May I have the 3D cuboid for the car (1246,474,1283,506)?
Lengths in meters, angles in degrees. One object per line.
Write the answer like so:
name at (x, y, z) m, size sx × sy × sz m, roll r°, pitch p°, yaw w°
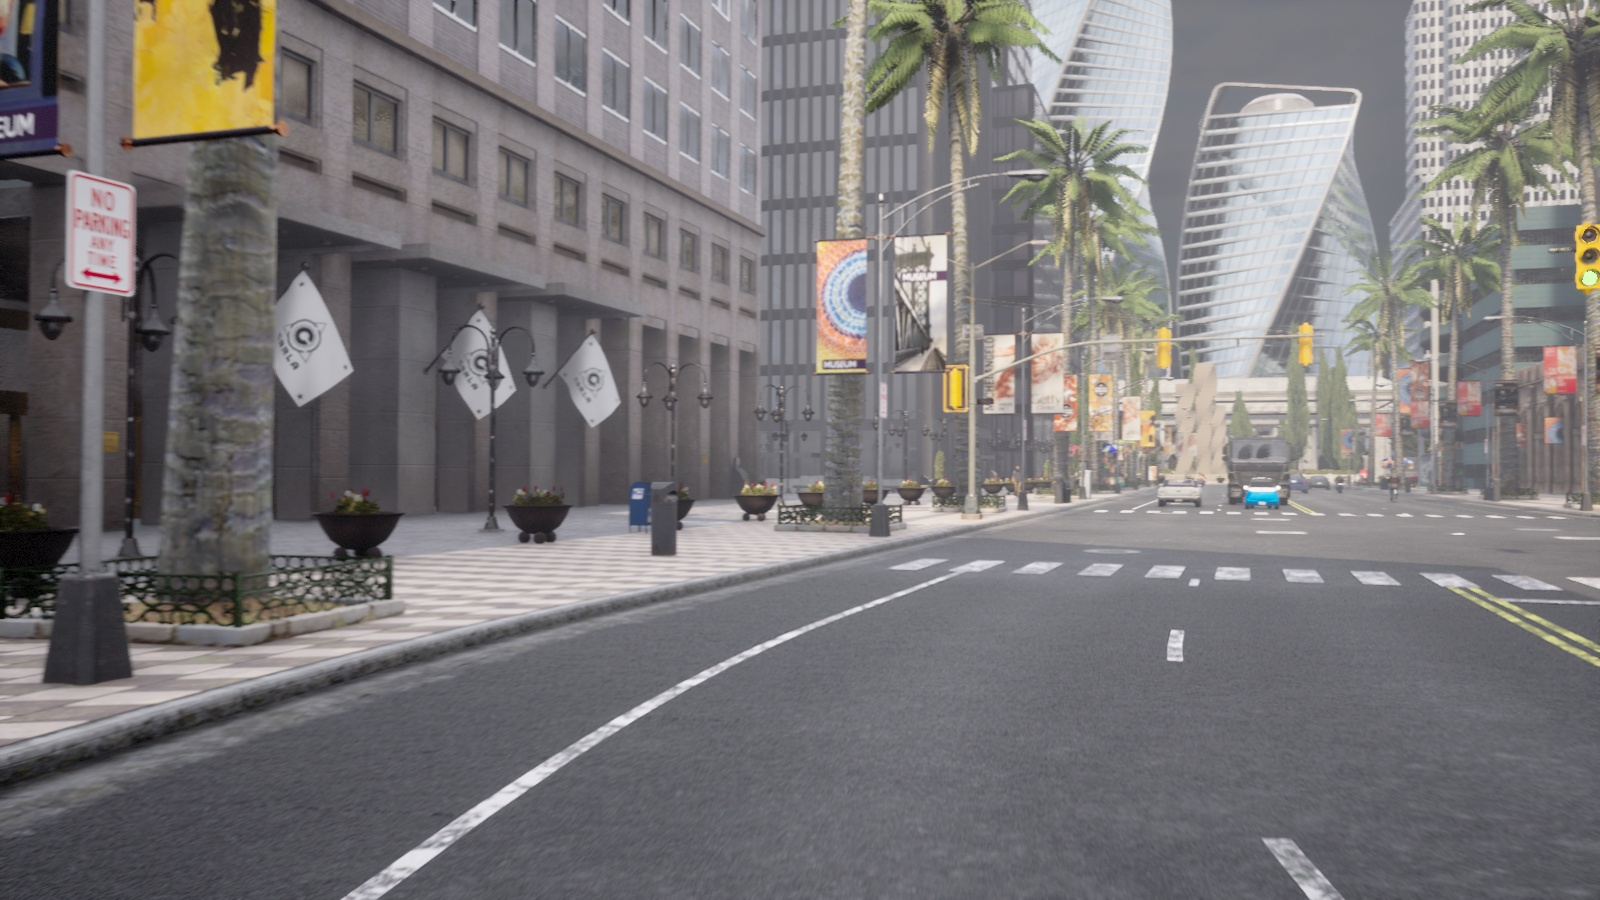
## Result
car at (20.384, 1.735, 55.141) m, size 1.481 × 1.376 × 2.207 m, roll 0°, pitch -1°, yaw 19°

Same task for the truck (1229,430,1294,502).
truck at (23.546, 0.842, 64.294) m, size 2.891 × 3.462 × 7.936 m, roll 0°, pitch -1°, yaw 19°

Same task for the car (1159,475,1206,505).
car at (17.844, 1.844, 58.493) m, size 1.895 × 1.301 × 4.718 m, roll 0°, pitch -1°, yaw 19°

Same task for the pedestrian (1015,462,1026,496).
pedestrian at (11.922, 1.574, 67.838) m, size 0.540 × 1.848 × 0.694 m, roll 0°, pitch -1°, yaw 11°
